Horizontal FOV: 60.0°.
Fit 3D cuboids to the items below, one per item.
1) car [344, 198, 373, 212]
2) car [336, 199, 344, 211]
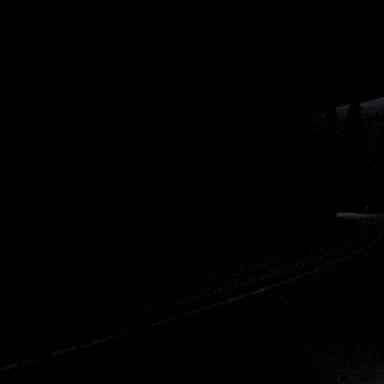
[{"bbox_3d":[17.262,1.357,36.107,2.128,1.511,4.902,0,0,-14],"label":"car"},{"bbox_3d":[13.371,1.115,36.258,2.150,2.045,5.566,0,0,-19],"label":"car"}]
